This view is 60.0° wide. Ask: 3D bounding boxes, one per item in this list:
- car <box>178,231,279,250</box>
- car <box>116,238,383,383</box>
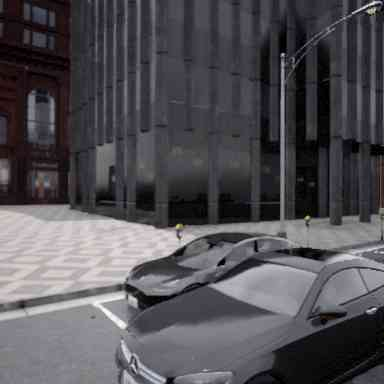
[{"bbox_3d":[0.729,1.579,7.169,4.313,1.339,1.947,0,0,-36],"label":"car"},{"bbox_3d":[1.358,1.536,4.395,4.674,1.442,1.812,0,0,-34],"label":"car"}]
